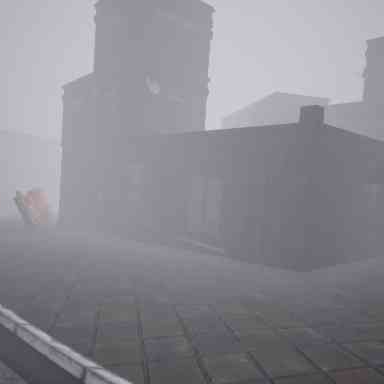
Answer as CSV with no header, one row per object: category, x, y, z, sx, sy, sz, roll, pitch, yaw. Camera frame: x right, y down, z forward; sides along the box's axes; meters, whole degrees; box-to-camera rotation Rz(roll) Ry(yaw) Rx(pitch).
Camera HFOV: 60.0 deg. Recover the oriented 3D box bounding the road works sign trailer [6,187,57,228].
road works sign trailer,-10.517,1.181,21.014,2.880,2.380,3.560,-26,7,-18
